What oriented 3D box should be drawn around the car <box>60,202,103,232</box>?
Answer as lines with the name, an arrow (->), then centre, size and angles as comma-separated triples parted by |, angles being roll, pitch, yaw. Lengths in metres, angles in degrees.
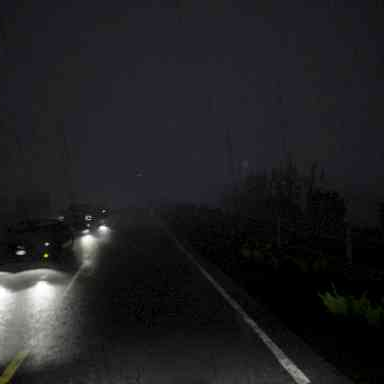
car -> -7.258, 1.573, 21.468 | 2.097, 1.767, 4.553 | -1, 0, -10

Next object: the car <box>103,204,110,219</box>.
car -> -9.285, 1.909, 33.014 | 1.895, 1.301, 4.718 | -2, 0, -10

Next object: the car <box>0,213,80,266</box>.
car -> -5.630, 1.715, 12.263 | 1.994, 1.385, 4.181 | -2, 0, -10
